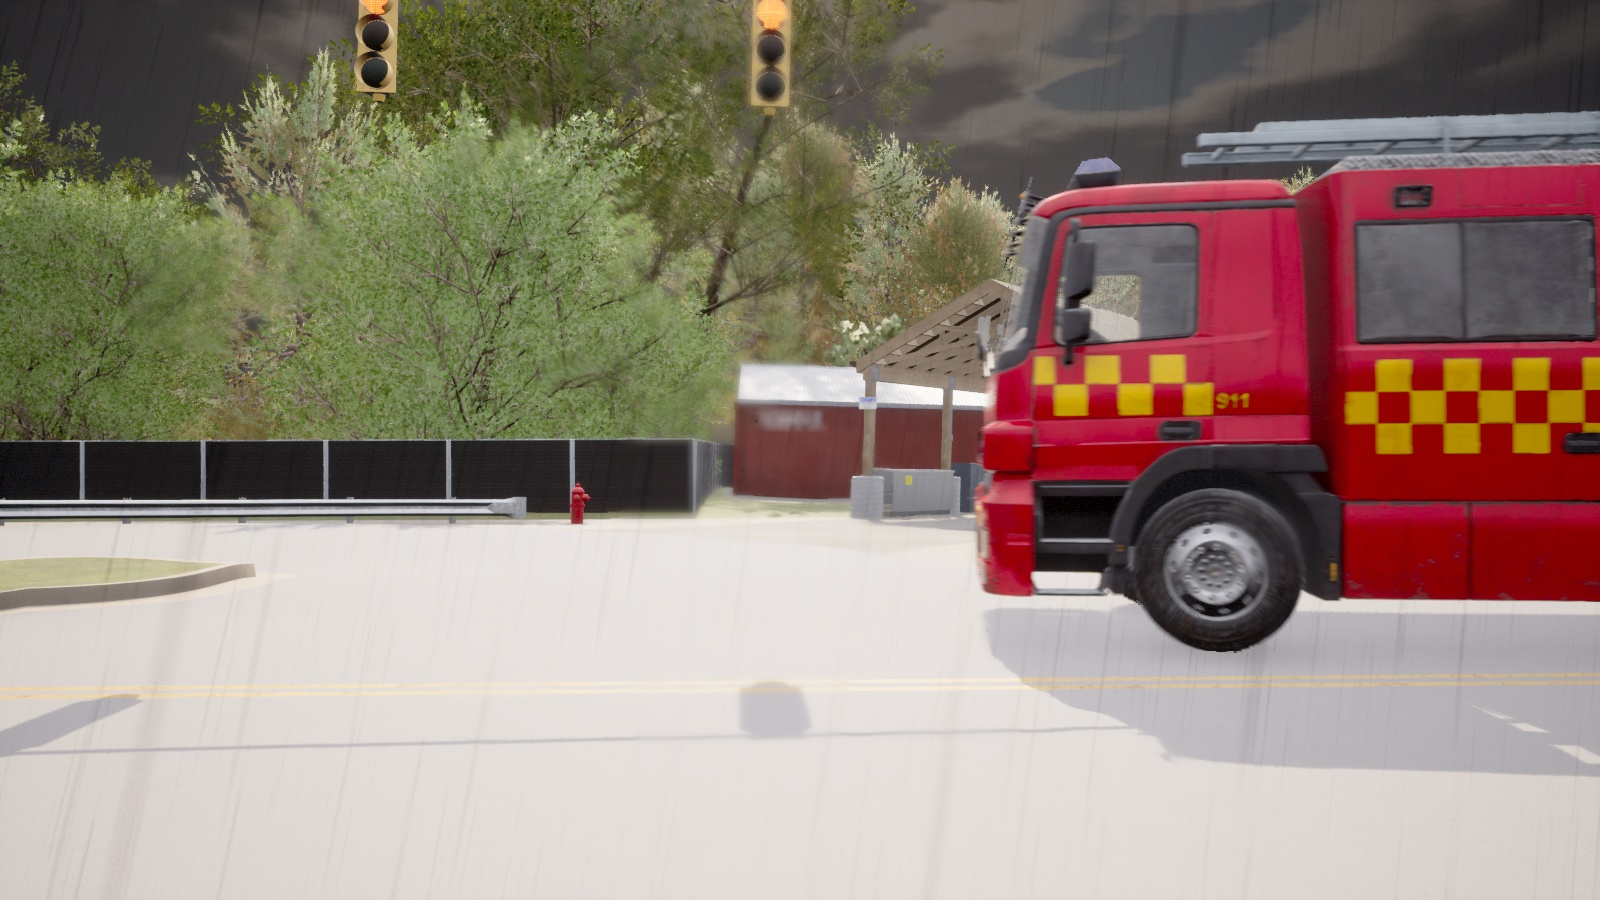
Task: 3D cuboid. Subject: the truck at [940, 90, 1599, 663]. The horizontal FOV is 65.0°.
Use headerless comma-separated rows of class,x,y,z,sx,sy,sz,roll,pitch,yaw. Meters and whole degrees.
truck,5.385,-0.498,9.832,8.468,3.827,2.891,0,0,7
